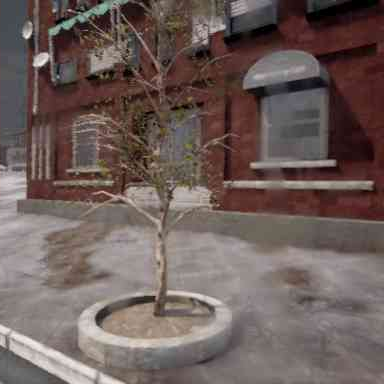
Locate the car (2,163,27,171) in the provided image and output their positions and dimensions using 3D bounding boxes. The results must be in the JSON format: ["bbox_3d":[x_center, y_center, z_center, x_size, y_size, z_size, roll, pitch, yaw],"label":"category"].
[{"bbox_3d":[-24.270,-3.358,47.638,4.892,1.521,2.231,1,1,27],"label":"car"}]

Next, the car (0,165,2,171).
[{"bbox_3d":[-29.102,-3.419,50.095,4.674,1.452,2.002,1,1,28],"label":"car"}]
